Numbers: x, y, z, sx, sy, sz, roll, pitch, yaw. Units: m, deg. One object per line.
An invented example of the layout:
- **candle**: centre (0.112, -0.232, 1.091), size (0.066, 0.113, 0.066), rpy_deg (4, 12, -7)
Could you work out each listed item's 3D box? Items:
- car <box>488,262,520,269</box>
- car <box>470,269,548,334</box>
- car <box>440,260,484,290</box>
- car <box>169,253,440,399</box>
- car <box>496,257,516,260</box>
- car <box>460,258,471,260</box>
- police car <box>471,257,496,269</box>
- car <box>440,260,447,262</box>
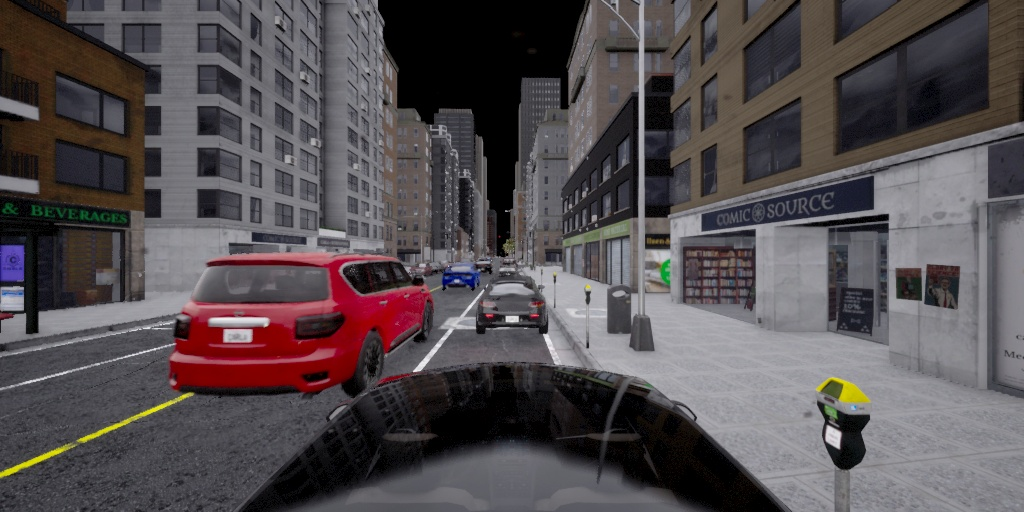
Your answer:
- **car**: centre (-0.288, 1.301, 23.738), size (2.007, 1.370, 4.403), rpy_deg (0, 0, 0)
- **car**: centre (0.003, 1.276, 10.500), size (1.812, 1.442, 4.674), rpy_deg (0, 0, 0)
- **car**: centre (-3.045, 1.228, 22.306), size (1.882, 1.535, 5.008), rpy_deg (0, 0, 0)
- **car**: centre (-3.044, 0.973, 6.675), size (2.150, 2.045, 5.566), rpy_deg (0, 0, 0)
- **car**: centre (-0.288, 1.066, 40.309), size (2.192, 1.841, 5.009), rpy_deg (0, 0, 0)
- **car**: centre (-6.166, 1.103, 47.497), size (2.097, 1.767, 4.553), rpy_deg (0, 0, 0)
- **police car**: centre (-3.147, 1.176, 40.771), size (1.930, 1.638, 5.238), rpy_deg (0, 0, 0)
- **car**: centre (-8.814, 1.317, 40.303), size (1.948, 1.339, 4.313), rpy_deg (0, 0, 0)
